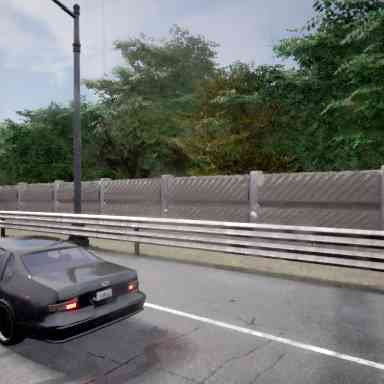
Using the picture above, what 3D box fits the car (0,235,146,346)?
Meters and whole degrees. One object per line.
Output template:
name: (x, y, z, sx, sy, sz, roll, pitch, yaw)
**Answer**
car: (-3.321, 1.569, 6.376, 5.357, 1.411, 2.033, 0, 0, 36)
